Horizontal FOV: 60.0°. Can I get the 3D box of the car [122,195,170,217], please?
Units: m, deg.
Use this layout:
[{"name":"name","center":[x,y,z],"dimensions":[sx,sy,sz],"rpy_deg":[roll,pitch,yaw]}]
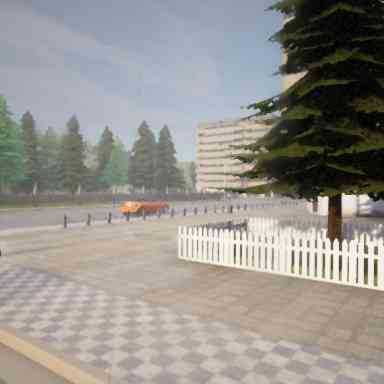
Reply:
[{"name":"car","center":[-4.017,1.164,29.677],"dimensions":[2.097,1.767,4.553],"rpy_deg":[1,0,36]}]
